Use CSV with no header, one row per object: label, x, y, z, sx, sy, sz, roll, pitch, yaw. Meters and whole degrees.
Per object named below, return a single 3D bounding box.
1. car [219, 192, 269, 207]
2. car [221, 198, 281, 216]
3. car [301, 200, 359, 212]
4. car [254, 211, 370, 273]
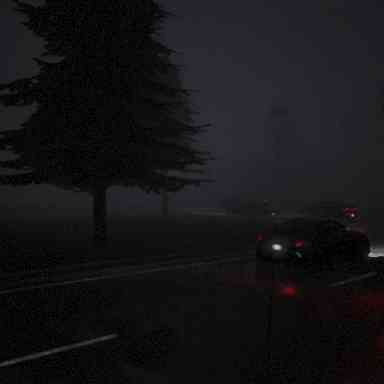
car,5.708,1.050,36.420,5.566,2.045,2.150,0,0,29
car,5.058,1.467,28.371,1.895,1.301,4.718,0,0,-41
car,10.570,1.381,25.879,1.837,1.490,4.892,1,0,-20
car,3.919,1.513,10.596,4.181,1.385,1.994,0,0,-40
